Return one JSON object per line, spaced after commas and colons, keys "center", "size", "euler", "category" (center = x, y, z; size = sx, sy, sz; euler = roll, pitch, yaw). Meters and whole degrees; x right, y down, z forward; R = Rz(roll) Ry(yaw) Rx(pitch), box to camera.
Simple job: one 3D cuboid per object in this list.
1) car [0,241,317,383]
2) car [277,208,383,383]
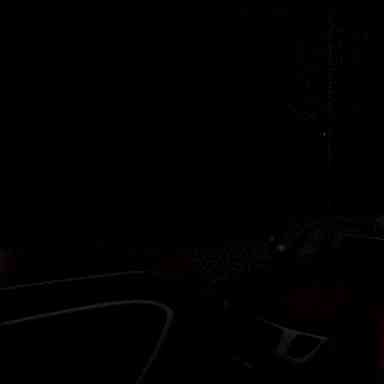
{"center": [-1.983, 1.316, 1.368], "size": [5.009, 1.841, 2.192], "euler": [0, 1, -35], "category": "car"}
{"center": [2.521, 1.314, 4.581], "size": [5.009, 1.841, 2.192], "euler": [0, 1, -35], "category": "car"}
